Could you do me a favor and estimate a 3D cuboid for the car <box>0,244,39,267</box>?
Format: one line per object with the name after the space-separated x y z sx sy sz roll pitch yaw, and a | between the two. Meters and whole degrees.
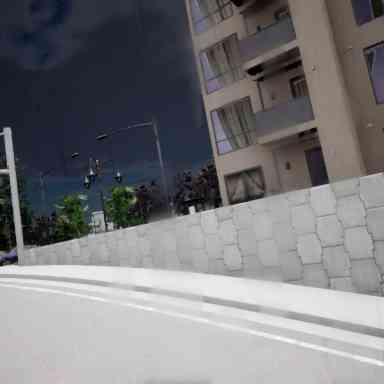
-15.555 5.659 29.610 2.097 1.767 4.553 -15 -9 35 | car
